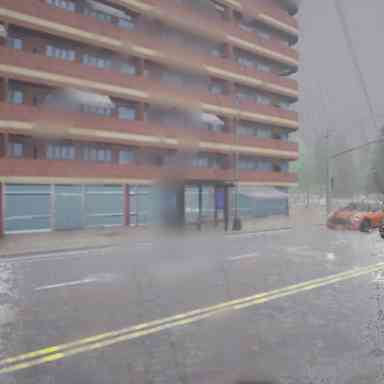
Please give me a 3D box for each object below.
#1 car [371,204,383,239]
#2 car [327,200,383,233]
[{"bbox_3d":[10.985,1.477,16.061,5.008,1.535,1.882,0,0,-35],"label":"car"},{"bbox_3d":[10.003,1.351,19.647,4.553,1.767,2.097,0,0,-35],"label":"car"}]
